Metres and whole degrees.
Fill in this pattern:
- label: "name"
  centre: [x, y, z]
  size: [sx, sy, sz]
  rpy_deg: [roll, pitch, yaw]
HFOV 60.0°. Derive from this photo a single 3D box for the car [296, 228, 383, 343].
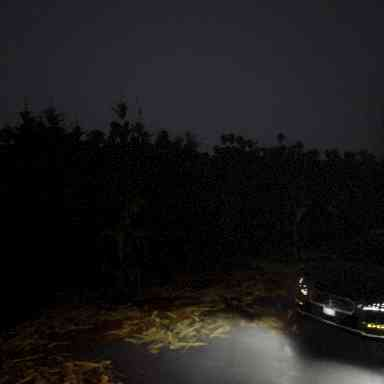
- label: "car"
  centre: [4.022, 1.498, 6.380]
  size: [4.892, 1.490, 1.837]
  rpy_deg: [-1, 1, -36]
